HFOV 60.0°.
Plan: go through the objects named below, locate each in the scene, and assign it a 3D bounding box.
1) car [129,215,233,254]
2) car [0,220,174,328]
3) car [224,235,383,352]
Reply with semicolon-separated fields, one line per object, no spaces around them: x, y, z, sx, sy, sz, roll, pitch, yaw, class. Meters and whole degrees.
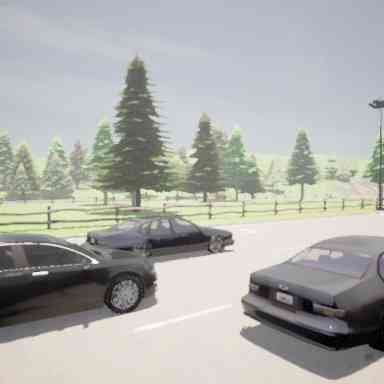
-0.992;1.531;11.638;5.357;1.411;2.033;0;0;-36;car
-2.943;1.503;5.954;4.892;1.490;1.837;0;0;-35;car
3.341;1.530;6.130;5.357;1.411;2.033;0;0;-36;car
